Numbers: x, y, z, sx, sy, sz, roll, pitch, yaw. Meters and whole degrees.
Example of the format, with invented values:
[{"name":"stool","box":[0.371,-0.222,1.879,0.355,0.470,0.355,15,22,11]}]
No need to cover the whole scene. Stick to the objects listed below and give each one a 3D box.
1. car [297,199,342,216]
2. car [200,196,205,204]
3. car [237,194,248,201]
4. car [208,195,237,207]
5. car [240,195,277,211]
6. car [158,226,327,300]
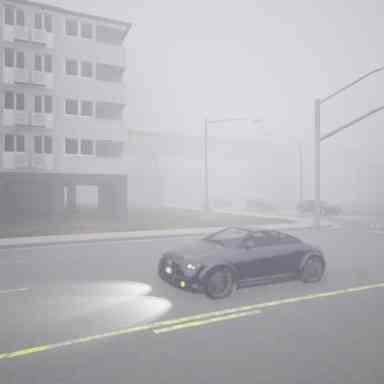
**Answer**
[{"name":"car","box":[12.713,1.505,33.453,1.837,1.490,4.892,0,0,-25]},{"name":"car","box":[2.534,1.505,61.434,1.837,1.490,4.892,0,0,3]},{"name":"car","box":[11.176,1.540,75.348,2.033,1.411,5.357,0,0,41]},{"name":"car","box":[4.509,1.505,51.301,1.837,1.490,4.892,0,0,-21]},{"name":"car","box":[8.660,1.492,42.017,2.128,1.511,4.902,0,0,-25]},{"name":"car","box":[1.281,1.564,8.304,4.181,1.385,1.994,0,0,-26]}]
